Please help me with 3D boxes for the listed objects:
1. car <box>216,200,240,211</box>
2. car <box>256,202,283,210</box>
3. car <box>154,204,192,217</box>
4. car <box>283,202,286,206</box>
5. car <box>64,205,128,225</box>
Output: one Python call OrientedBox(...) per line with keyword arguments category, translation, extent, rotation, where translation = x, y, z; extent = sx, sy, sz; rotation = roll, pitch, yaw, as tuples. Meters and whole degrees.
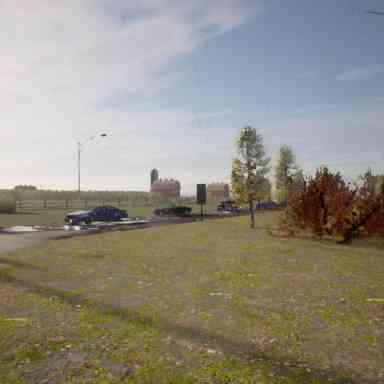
OrientedBox(category="car", translation=(5.139, 1.945, 46.971), extent=(1.837, 1.490, 4.892), rotation=(-1, -1, 32))
OrientedBox(category="car", translation=(11.452, 1.649, 50.322), extent=(2.150, 2.045, 5.566), rotation=(-1, -1, 32))
OrientedBox(category="car", translation=(-2.003, 1.913, 35.511), extent=(1.895, 1.301, 4.718), rotation=(-1, -1, 32))
OrientedBox(category="car", translation=(16.933, 2.059, 59.313), extent=(1.812, 1.442, 4.674), rotation=(-1, -1, 31))
OrientedBox(category="car", translation=(-7.507, 1.763, 26.737), extent=(2.033, 1.411, 5.357), rotation=(-1, -1, 32))
